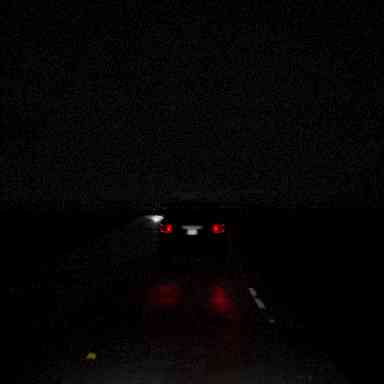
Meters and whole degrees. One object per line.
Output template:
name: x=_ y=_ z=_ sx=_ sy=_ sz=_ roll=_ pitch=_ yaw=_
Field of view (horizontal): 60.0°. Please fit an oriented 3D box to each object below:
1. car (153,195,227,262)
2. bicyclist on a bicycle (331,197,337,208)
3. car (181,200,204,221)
car: x=0.039 y=1.246 z=12.347 sx=2.150 sy=2.045 sz=5.566 roll=0 pitch=0 yaw=1
bicyclist on a bicycle: x=19.964 y=1.456 z=46.893 sx=0.582 sy=1.620 sz=1.656 roll=0 pitch=0 yaw=0
car: x=0.061 y=1.543 z=29.239 sx=1.882 sy=1.535 sz=5.008 roll=0 pitch=0 yaw=0
